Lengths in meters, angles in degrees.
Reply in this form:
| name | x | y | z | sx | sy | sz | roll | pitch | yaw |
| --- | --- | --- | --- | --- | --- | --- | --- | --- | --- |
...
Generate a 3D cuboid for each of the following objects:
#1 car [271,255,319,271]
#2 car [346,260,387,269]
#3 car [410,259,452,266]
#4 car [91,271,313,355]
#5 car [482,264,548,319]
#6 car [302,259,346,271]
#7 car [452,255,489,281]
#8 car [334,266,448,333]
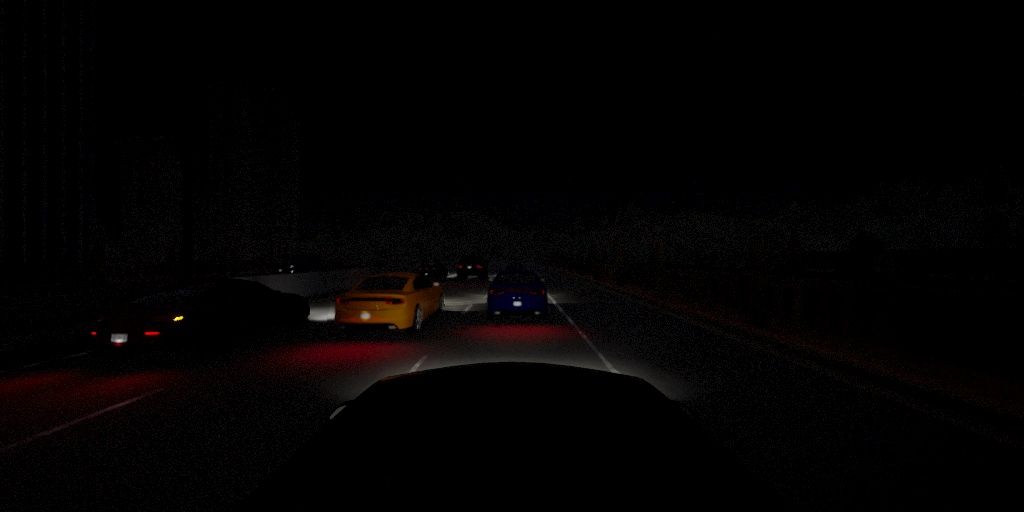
| name | x | y | z | sx | sy | sz | roll | pitch | yaw |
| --- | --- | --- | --- | --- | --- | --- | --- | --- | --- |
| car | -20.868 | 0.935 | 35.103 | 2.150 | 2.045 | 5.566 | 0 | 0 | 1 |
| car | -13.868 | 1.198 | 35.083 | 1.882 | 1.535 | 5.008 | 0 | 0 | 1 |
| car | -6.710 | 1.221 | 30.552 | 2.128 | 1.511 | 4.902 | 0 | 0 | 0 |
| car | -6.856 | 1.266 | 8.574 | 1.812 | 1.442 | 4.674 | 0 | 0 | 0 |
| car | 0.169 | 1.222 | 12.800 | 1.882 | 1.535 | 5.008 | 0 | 0 | 0 |
| car | -17.375 | 1.265 | 34.547 | 2.033 | 1.411 | 5.357 | 0 | 0 | 1 |
| car | -3.215 | 0.955 | 29.809 | 2.150 | 2.045 | 5.566 | 0 | 0 | 0 |
| car | -3.343 | 1.220 | 10.695 | 1.882 | 1.535 | 5.008 | 0 | 0 | 0 |
